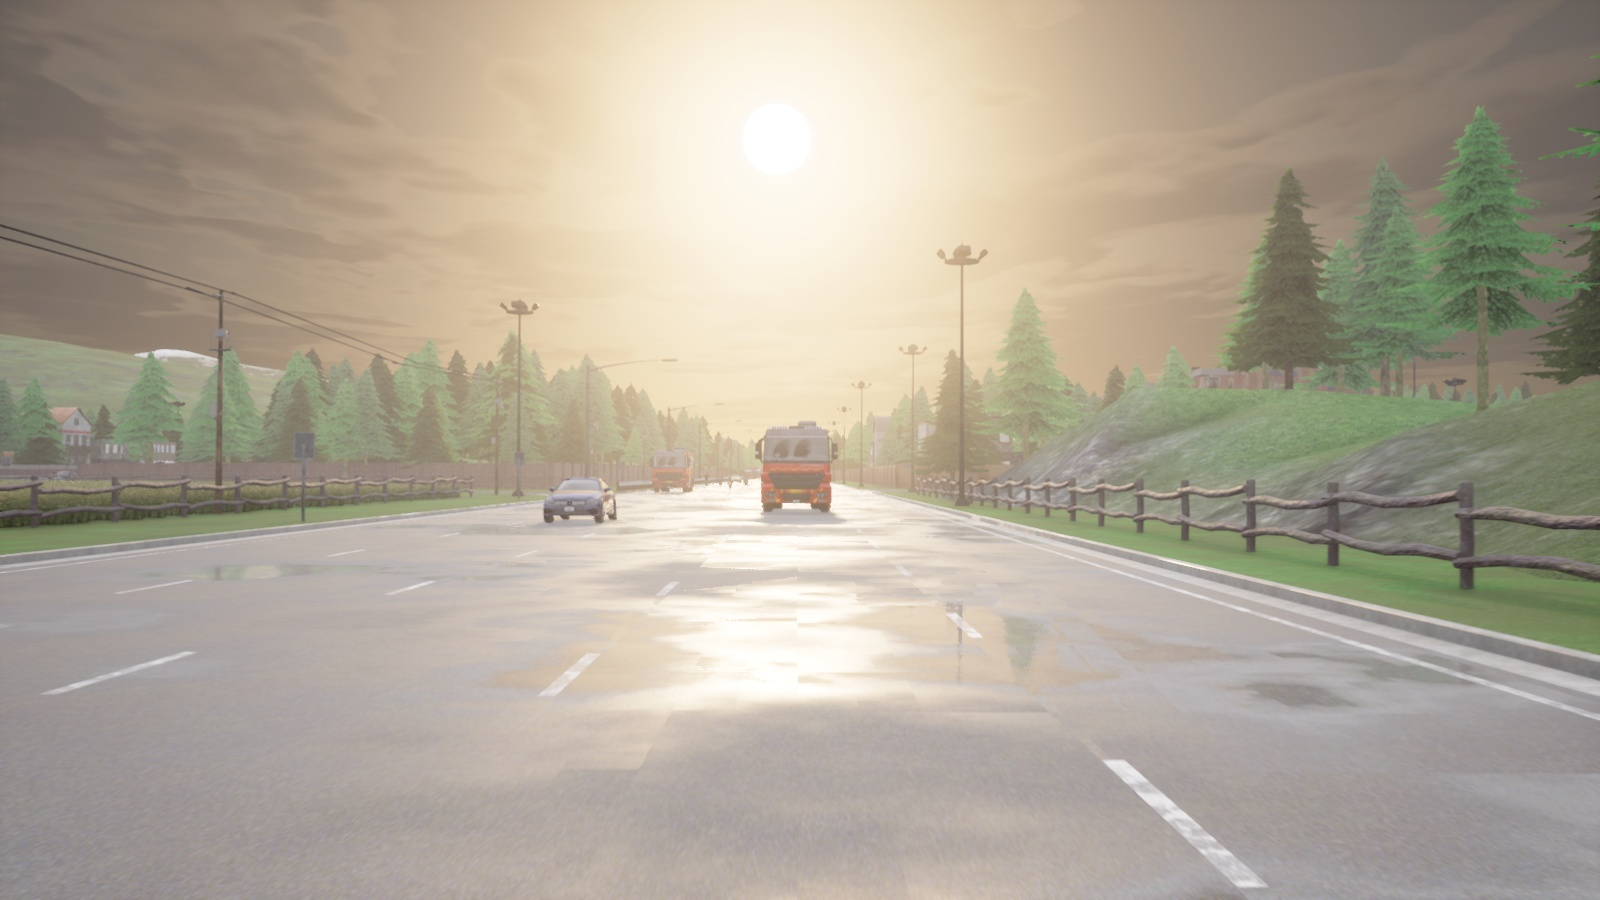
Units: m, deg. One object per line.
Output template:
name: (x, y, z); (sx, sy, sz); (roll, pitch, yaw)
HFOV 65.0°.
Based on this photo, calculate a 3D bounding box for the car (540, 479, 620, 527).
car: (-7.100, 1.681, 40.942); (1.812, 1.442, 4.674); (0, -1, 0)

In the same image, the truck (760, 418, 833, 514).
truck: (-0.138, 0.727, 54.371); (2.891, 3.827, 8.468); (0, -1, 0)
